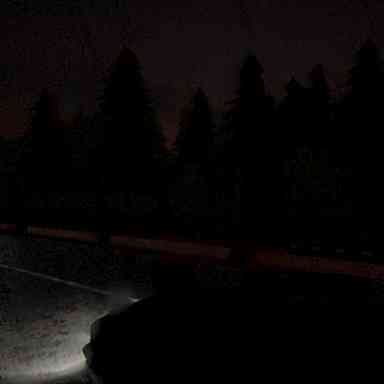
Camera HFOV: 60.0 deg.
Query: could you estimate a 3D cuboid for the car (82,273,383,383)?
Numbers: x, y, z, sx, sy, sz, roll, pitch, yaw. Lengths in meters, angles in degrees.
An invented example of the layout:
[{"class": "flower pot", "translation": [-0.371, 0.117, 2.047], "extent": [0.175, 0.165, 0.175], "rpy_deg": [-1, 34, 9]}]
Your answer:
[{"class": "car", "translation": [1.346, 1.546, 3.033], "extent": [5.357, 1.411, 2.033], "rpy_deg": [0, 0, 35]}]
